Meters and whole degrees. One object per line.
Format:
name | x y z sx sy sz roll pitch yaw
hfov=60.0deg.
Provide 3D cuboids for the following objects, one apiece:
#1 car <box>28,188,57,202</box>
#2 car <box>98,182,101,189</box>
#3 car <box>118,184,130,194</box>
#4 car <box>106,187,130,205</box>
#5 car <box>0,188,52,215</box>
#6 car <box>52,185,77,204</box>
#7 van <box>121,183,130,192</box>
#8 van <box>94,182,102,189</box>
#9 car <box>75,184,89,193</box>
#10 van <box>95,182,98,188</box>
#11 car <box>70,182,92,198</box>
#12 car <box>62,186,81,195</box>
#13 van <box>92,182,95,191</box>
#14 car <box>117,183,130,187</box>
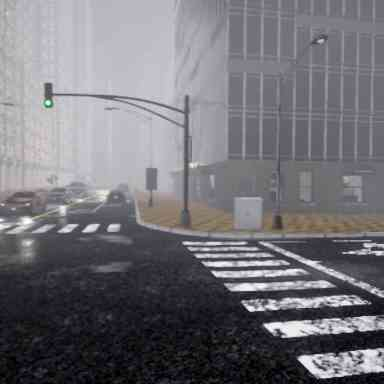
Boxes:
car | -15.836 0.268 35.465 1.802 1.307 4.206 0 2 -10
car | -24.474 -1.598 84.423 2.192 1.841 5.009 0 2 -10
car | -11.915 -0.566 58.594 1.967 1.590 4.097 0 2 -10
car | -7.067 0.442 31.403 1.947 1.339 4.313 0 2 -10
car | -10.954 0.664 21.976 1.812 1.442 4.674 0 2 -10
car | -12.751 0.315 32.176 1.837 1.490 4.892 0 2 -10
van | -13.834 -1.022 69.472 1.690 1.788 3.998 0 2 -10
van | -25.434 -1.751 89.864 1.690 1.788 3.998 0 2 -10
car | -20.635 -0.760 62.665 1.967 1.590 4.097 0 2 -10
van | -22.554 -1.215 73.542 1.690 1.788 3.998 0 2 -10
car | -14.569 -0.302 42.532 2.150 2.045 5.566 0 2 -10
car | -18.716 -0.278 51.787 1.947 1.339 4.313 0 2 -10
van | -21.594 -1.037 68.102 1.690 1.788 3.998 0 2 -10
car | -10.953 -0.513 53.148 2.192 1.841 5.009 0 2 -10
